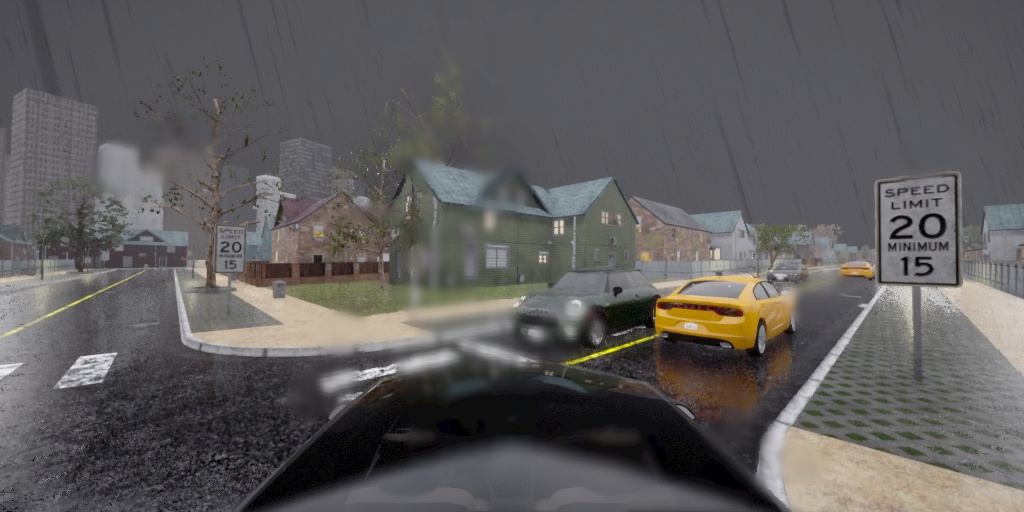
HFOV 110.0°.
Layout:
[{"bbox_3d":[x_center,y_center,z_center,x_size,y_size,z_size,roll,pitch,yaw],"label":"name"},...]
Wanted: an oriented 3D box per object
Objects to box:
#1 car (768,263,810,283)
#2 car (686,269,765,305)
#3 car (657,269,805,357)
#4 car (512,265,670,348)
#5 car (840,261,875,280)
[{"bbox_3d":[19.678,1.222,25.515,4.902,1.511,2.128,0,0,-42],"label":"car"},{"bbox_3d":[10.146,1.345,16.892,4.718,1.301,1.895,0,0,-42],"label":"car"},{"bbox_3d":[5.340,1.217,8.693,5.008,1.535,1.882,0,0,-42],"label":"car"},{"bbox_3d":[2.112,1.115,9.455,4.553,1.767,2.097,0,0,-45],"label":"car"},{"bbox_3d":[29.103,1.189,30.155,5.008,1.535,1.882,0,0,-42],"label":"car"}]
